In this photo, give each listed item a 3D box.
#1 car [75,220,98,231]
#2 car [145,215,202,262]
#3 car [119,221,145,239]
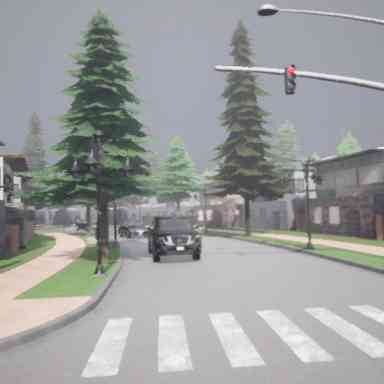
[{"bbox_3d":[-14.127,4.503,44.976,2.128,1.511,4.902,1,-4,-40],"label":"car"},{"bbox_3d":[-1.033,2.243,17.004,2.150,2.045,5.566,-1,-3,-11],"label":"car"},{"bbox_3d":[-5.441,3.426,30.692,2.128,1.511,4.902,0,-4,-25],"label":"car"}]
